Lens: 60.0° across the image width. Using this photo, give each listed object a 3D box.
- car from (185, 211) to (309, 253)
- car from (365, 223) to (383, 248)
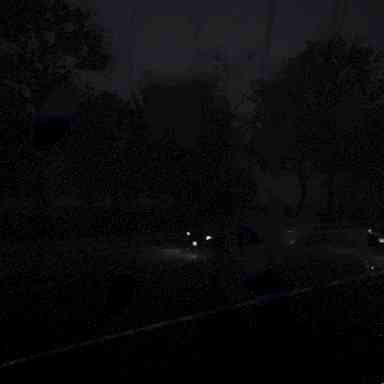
[{"bbox_3d":[2.402,1.514,13.625,5.357,1.411,2.033,0,0,-30],"label":"car"},{"bbox_3d":[9.047,1.503,13.273,4.674,1.442,1.812,0,0,-27],"label":"car"}]
